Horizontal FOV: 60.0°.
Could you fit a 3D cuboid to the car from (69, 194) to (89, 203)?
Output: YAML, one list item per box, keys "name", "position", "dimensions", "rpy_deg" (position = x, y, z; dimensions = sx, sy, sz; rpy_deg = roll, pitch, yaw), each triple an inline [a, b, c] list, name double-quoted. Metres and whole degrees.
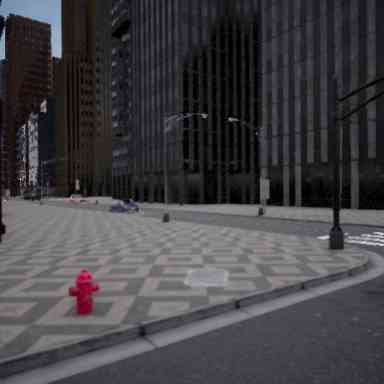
- name: "car"
  position: [-16.633, 1.013, 48.827]
  dimensions: [2.097, 1.767, 4.553]
  rpy_deg: [-1, 0, -36]

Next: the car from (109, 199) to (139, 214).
- name: "car"
  position: [-7.354, 1.488, 35.699]
  dimensions: [1.812, 1.442, 4.674]
  rpy_deg: [-1, 0, -35]
